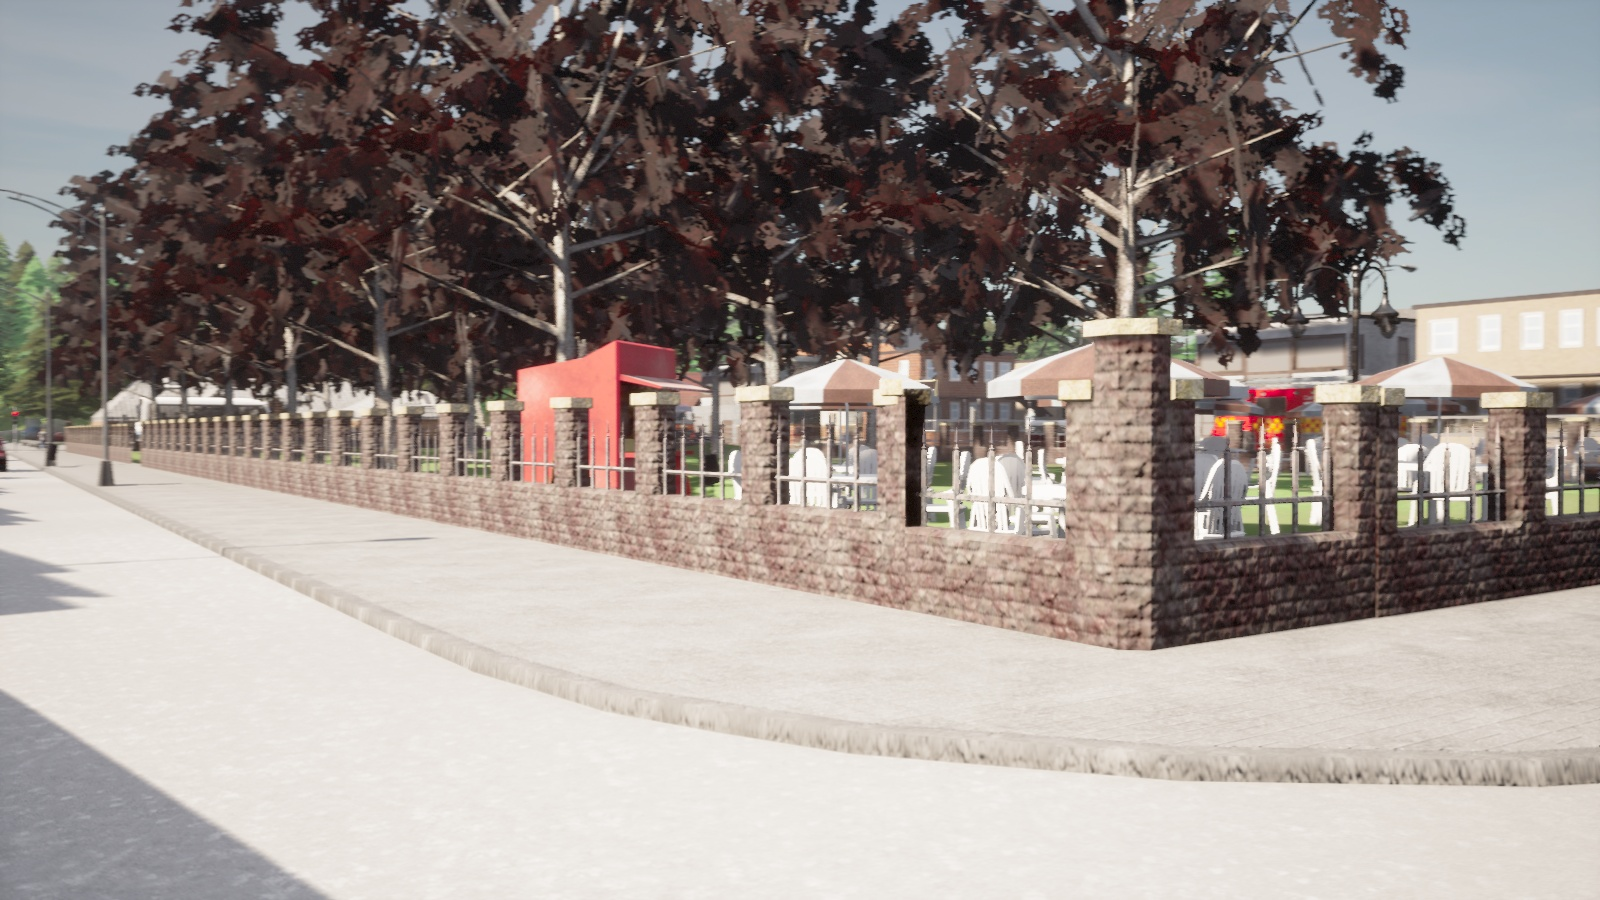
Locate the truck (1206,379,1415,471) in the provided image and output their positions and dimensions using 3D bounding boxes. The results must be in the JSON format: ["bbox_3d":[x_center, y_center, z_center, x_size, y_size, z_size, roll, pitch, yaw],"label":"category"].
[{"bbox_3d":[22.615,-1.114,56.217,2.891,3.827,8.468,0,1,-34],"label":"truck"}]

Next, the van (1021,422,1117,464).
[{"bbox_3d":[13.417,-0.382,62.813,2.069,2.038,4.480,0,1,-34],"label":"van"}]

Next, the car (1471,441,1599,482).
[{"bbox_3d":[26.187,0.371,43.649,1.895,1.301,4.718,0,1,-34],"label":"car"}]

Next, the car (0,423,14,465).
[{"bbox_3d":[-32.185,-0.245,49.568,1.851,1.617,3.988,0,1,-34],"label":"car"}]
